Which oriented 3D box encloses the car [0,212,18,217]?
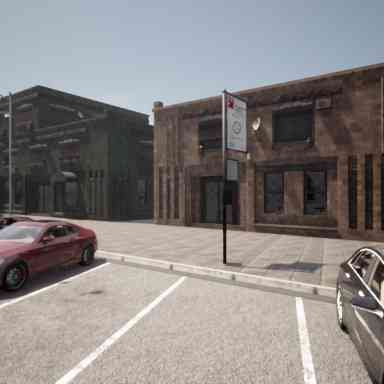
[{"bbox_3d":[-6.817,1.518,10.906,2.163,1.488,4.792,1,-1,16],"label":"car"}]

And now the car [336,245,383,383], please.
[{"bbox_3d":[2.970,1.487,3.976,2.231,1.521,4.892,1,-1,15],"label":"car"}]

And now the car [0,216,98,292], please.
[{"bbox_3d":[-4.365,1.527,9.192,2.002,1.452,4.674,1,-1,16],"label":"car"}]
